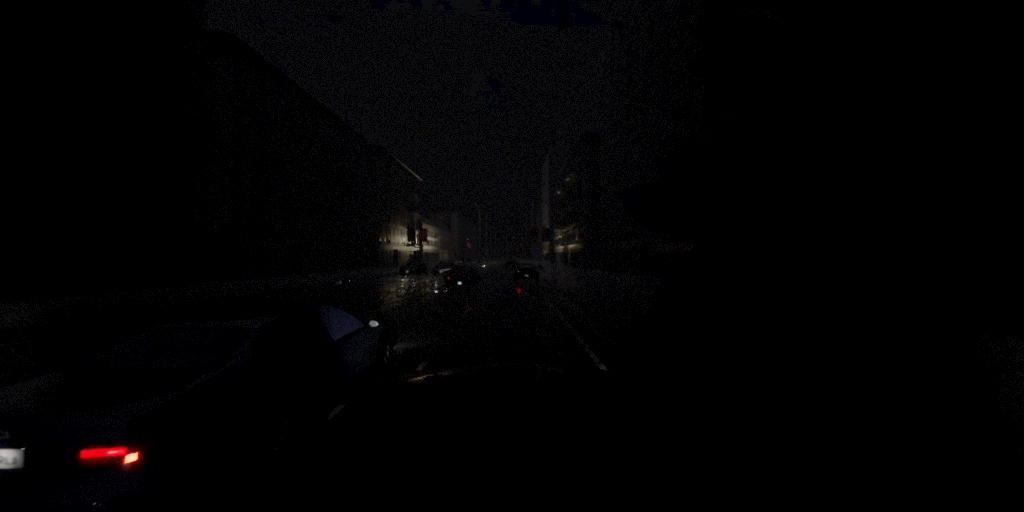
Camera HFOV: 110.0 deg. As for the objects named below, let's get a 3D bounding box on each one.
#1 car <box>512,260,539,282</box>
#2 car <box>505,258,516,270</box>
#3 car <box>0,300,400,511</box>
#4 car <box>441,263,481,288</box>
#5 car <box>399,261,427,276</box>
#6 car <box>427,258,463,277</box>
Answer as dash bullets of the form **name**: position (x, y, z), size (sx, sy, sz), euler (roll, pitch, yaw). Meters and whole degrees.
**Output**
- **car**: position (1.138, 1.266, 28.967), size (1.812, 1.442, 4.674), euler (0, 0, 0)
- **car**: position (0.038, 1.219, 52.965), size (1.837, 1.490, 4.892), euler (0, 0, 1)
- **car**: position (-3.148, 1.298, 4.724), size (2.033, 1.411, 5.357), euler (0, 0, 0)
- **car**: position (-3.149, 1.345, 23.747), size (1.895, 1.301, 4.718), euler (0, 0, 0)
- **car**: position (-9.836, 1.223, 36.122), size (2.128, 1.511, 4.902), euler (0, 0, 0)
- **car**: position (-6.587, 1.224, 35.719), size (2.128, 1.511, 4.902), euler (0, 0, 0)
